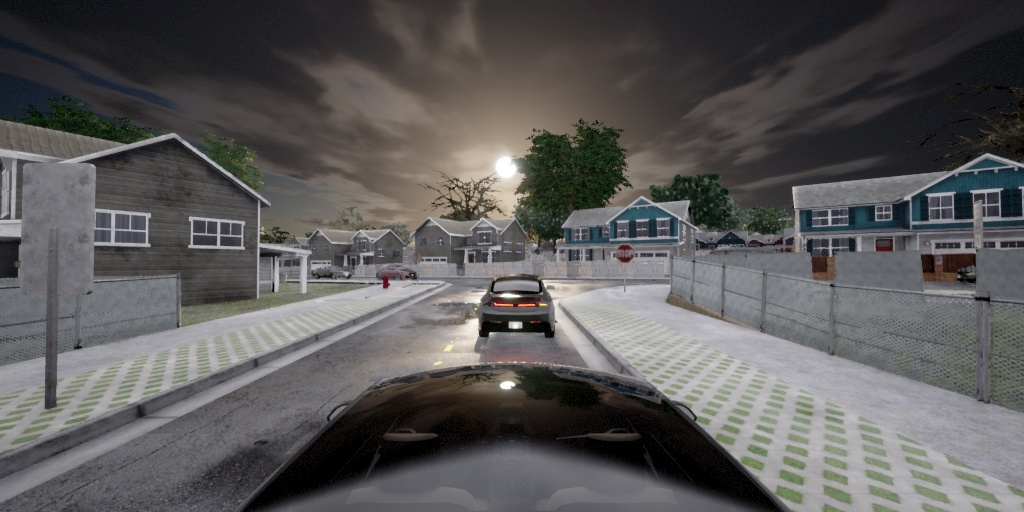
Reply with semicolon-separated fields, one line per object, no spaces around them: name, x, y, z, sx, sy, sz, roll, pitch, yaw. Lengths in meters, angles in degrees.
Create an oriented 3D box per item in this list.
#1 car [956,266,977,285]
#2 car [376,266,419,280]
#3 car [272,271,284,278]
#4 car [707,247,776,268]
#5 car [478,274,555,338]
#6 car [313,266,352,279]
car;21.554;0.588;14.289;4.892;1.490;1.837;-2;-2;37
car;-10.458;1.562;32.690;4.181;1.385;1.994;-2;-2;32
car;-29.877;2.179;44.105;4.181;1.385;1.994;-2;-2;29
car;12.357;0.593;20.867;5.566;2.045;2.150;-2;-2;34
car;0.170;1.258;10.228;1.837;1.490;4.892;0;0;2
car;-18.996;1.761;37.873;4.902;1.511;2.128;-2;-2;30
